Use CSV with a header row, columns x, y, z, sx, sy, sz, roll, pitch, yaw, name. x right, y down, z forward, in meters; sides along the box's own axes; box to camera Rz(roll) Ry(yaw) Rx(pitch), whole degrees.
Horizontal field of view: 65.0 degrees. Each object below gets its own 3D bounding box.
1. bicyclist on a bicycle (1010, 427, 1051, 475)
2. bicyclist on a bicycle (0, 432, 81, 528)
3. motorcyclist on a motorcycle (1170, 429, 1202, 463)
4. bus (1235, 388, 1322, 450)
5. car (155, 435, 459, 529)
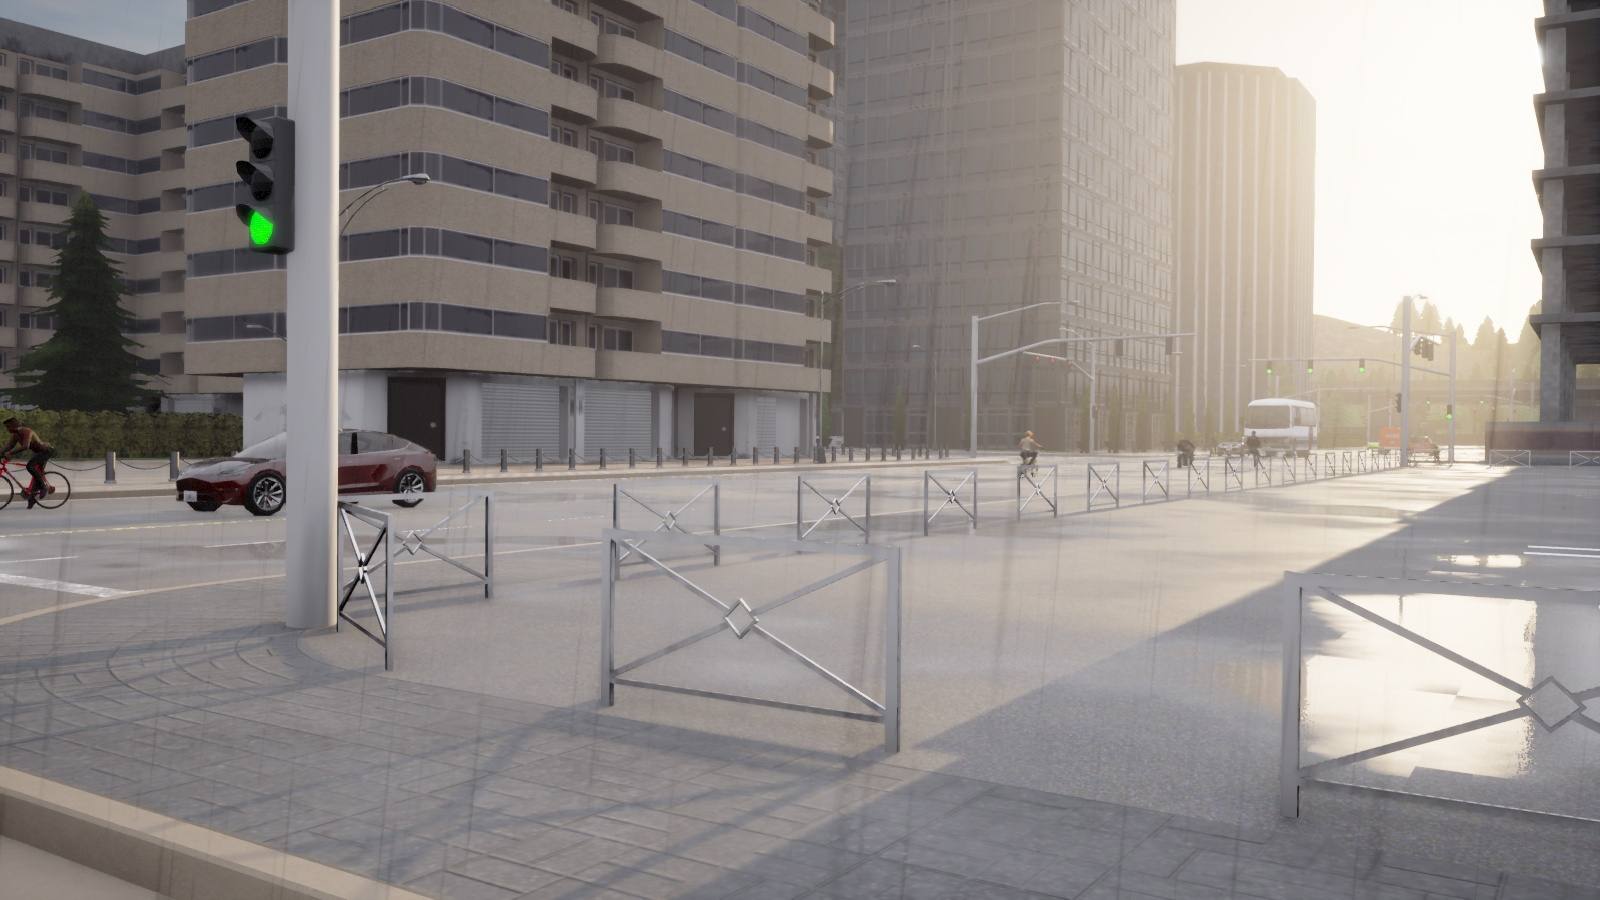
x,y,z,sx,sy,sz,roll,pitch,yaw,name
7.808,0.017,42.518,0.866,1.612,1.509,0,1,32,bicyclist on a bicycle
-13.599,0.507,21.982,0.582,1.620,1.656,0,1,33,bicyclist on a bicycle
17.972,-0.194,58.462,0.866,1.530,2.191,0,1,33,motorcyclist on a motorcycle
35.063,-2.215,91.767,3.944,4.253,10.273,0,1,33,bus
-8.837,0.498,22.939,2.163,1.488,4.792,0,1,33,car
